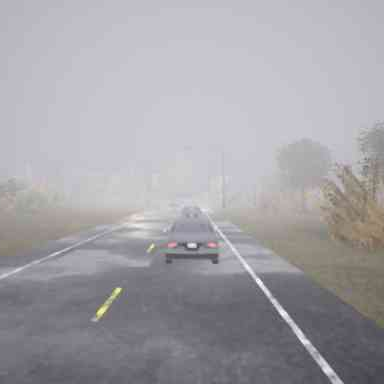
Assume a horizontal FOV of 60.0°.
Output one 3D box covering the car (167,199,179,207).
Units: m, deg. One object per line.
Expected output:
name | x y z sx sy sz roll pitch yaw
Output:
car | -3.589 2.075 64.645 2.097 1.767 4.553 0 -1 0

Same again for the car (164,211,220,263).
car | 0.000 1.684 12.541 2.033 1.411 5.357 0 -1 0

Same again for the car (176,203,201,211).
car | -0.015 1.847 27.537 2.033 1.411 5.357 0 -1 0
